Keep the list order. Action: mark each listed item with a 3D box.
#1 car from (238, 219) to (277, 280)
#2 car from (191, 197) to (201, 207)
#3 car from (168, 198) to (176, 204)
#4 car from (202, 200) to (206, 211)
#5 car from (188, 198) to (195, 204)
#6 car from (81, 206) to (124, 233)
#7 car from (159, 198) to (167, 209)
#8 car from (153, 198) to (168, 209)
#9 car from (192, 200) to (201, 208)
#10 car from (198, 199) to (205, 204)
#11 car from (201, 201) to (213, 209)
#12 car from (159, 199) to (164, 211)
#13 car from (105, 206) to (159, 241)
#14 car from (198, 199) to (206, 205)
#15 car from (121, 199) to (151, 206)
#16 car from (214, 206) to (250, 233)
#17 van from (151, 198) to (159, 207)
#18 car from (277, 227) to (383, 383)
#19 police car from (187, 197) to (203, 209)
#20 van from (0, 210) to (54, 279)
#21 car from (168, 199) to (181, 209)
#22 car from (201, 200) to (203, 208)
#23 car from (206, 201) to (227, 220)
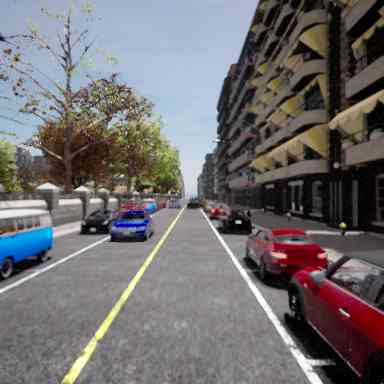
[{"bbox_3d":[2.688,1.698,10.070,1.802,1.307,4.206,0,-1,0],"label":"car"},{"bbox_3d":[0.882,2.117,73.533,2.150,2.045,5.566,0,-1,0],"label":"car"},{"bbox_3d":[-5.715,2.610,94.518,1.967,1.590,4.097,0,-1,0],"label":"car"},{"bbox_3d":[2.679,2.044,44.020,1.752,1.417,4.829,0,-1,0],"label":"car"},{"bbox_3d":[-0.022,2.428,92.072,1.882,1.535,5.008,0,-1,0],"label":"car"},{"bbox_3d":[-5.695,1.811,21.328,1.947,1.339,4.313,0,-1,0],"label":"car"},{"bbox_3d":[-5.704,2.201,55.107,1.887,1.381,4.507,0,-1,0],"label":"car"},{"bbox_3d":[-5.706,2.043,60.742,2.192,1.841,5.009,0,-1,0],"label":"car"},{"bbox_3d":[0.884,2.319,67.500,1.837,1.490,4.892,0,-1,0],"label":"car"},{"bbox_3d":[2.665,2.715,94.519,1.887,1.381,4.507,0,-1,0],"label":"car"},{"bbox_3d":[2.674,2.294,60.741,1.947,1.339,4.313,0,-1,0],"label":"car"},{"bbox_3d":[-5.703,2.168,49.476,1.802,1.307,4.206,0,-1,0],"label":"car"},{"bbox_3d":[-3.104,1.734,18.113,1.812,1.442,4.674,0,-1,0],"label":"car"},{"bbox_3d":[2.667,2.639,88.889,1.887,1.381,4.507,0,-1,0],"label":"car"},{"bbox_3d":[-5.698,1.694,32.590,2.192,1.841,5.009,0,-1,0],"label":"car"},{"bbox_3d":[2.685,1.812,21.331,1.947,1.339,4.313,0,-1,0],"label":"car"},{"bbox_3d":[-5.701,1.857,43.849,1.690,1.788,3.998,0,-1,0],"label":"van"},{"bbox_3d":[2.689,1.492,4.442,1.967,1.590,4.097,0,-1,0],"label":"car"},{"bbox_3d":[0.430,2.116,57.800,1.930,1.638,5.238,0,-1,12],"label":"police car"},{"bbox_3d":[-5.693,1.457,10.071,1.690,1.788,3.998,0,-1,0],"label":"van"},{"bbox_3d":[-3.066,2.061,59.265,2.097,1.767,4.553,0,-1,0],"label":"car"},{"bbox_3d":[2.677,2.168,49.479,1.802,1.307,4.206,0,-1,0],"label":"car"},{"bbox_3d":[2.682,1.819,32.591,1.967,1.590,4.097,0,-1,0],"label":"car"}]
